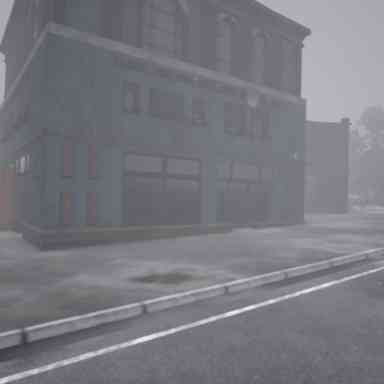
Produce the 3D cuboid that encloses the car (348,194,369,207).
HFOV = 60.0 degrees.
[{"bbox_3d":[20.988,1.072,43.739,1.882,1.535,5.008,1,0,-9],"label":"car"}]
